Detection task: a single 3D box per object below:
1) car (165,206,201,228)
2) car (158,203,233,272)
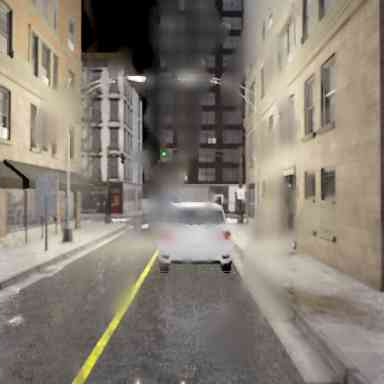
[{"bbox_3d":[-0.802,1.865,26.249,1.812,1.442,4.674,0,-1,-15],"label":"car"},{"bbox_3d":[0.102,1.372,11.500,2.150,2.045,5.566,0,-1,0],"label":"car"}]
